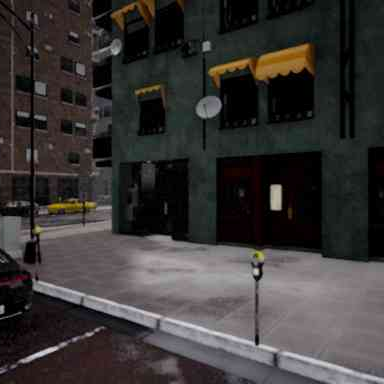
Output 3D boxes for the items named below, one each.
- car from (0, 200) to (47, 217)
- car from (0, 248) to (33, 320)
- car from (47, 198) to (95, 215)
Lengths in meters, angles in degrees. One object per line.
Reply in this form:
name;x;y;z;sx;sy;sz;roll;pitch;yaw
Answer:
car;-14.278;1.347;26.230;2.008;1.369;4.403;1;1;35
car;-4.706;1.551;6.224;4.403;1.369;2.008;0;0;35
car;-11.191;1.246;30.656;1.752;1.417;4.829;1;1;35
